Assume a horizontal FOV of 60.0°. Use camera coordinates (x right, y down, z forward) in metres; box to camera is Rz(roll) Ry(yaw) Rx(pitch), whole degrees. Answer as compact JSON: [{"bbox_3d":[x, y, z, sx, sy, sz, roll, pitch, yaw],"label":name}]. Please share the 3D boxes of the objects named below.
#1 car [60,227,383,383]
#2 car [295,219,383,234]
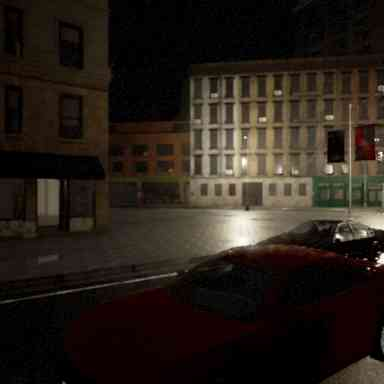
[{"bbox_3d":[0.943,1.494,4.358,5.008,1.535,1.882,0,0,-35],"label":"car"},{"bbox_3d":[4.448,1.598,10.847,5.357,1.411,2.033,0,0,-35],"label":"car"}]
